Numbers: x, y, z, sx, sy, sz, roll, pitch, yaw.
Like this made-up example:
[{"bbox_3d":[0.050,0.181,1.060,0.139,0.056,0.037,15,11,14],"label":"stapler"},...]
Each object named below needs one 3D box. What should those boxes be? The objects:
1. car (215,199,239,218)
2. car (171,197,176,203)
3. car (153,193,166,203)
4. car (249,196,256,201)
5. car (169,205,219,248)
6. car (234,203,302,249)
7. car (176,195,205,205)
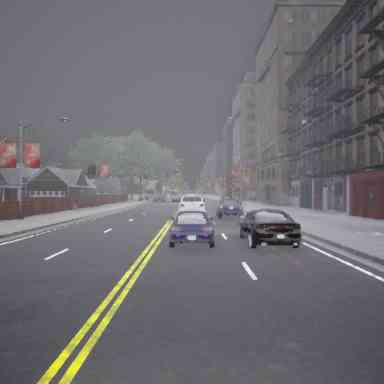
[{"bbox_3d":[3.250,1.359,29.620,2.097,1.767,4.553,0,0,0],"label":"car"},{"bbox_3d":[-3.250,1.616,67.706,1.895,1.301,4.718,0,0,0],"label":"car"},{"bbox_3d":[-6.500,1.288,67.707,2.150,2.045,5.566,0,0,0],"label":"car"},{"bbox_3d":[16.378,1.534,82.006,4.313,1.339,1.947,0,0,0],"label":"car"},{"bbox_3d":[0.000,1.530,14.650,1.812,1.442,4.674,0,0,0],"label":"car"},{"bbox_3d":[3.250,1.482,14.650,1.882,1.535,5.008,0,0,0],"label":"car"},{"bbox_3d":[0.000,1.251,29.680,2.150,2.045,5.566,0,0,0],"label":"car"}]
